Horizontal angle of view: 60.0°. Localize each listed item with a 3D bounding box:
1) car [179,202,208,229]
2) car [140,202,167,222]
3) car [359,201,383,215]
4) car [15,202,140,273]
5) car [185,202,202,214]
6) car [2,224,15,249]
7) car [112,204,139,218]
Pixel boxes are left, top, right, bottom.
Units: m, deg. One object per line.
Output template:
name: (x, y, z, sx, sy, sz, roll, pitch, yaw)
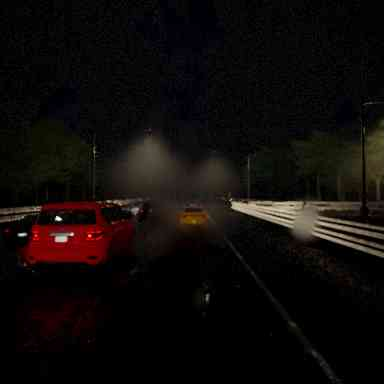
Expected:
car: (0.125, 1.729, 23.517, 1.882, 1.535, 5.008, 0, -1, 0)
car: (-3.370, 1.664, 29.521, 2.097, 1.767, 4.553, 0, -1, 0)
car: (18.947, 1.568, 32.861, 2.163, 1.488, 4.792, 1, -2, -32)
car: (-3.387, 1.343, 11.297, 2.150, 2.045, 5.566, 0, -1, 0)
car: (0.146, 1.969, 41.320, 1.994, 1.385, 4.181, 0, 0, 0)
car: (-6.883, 1.730, 15.502, 1.994, 1.385, 4.181, 0, -1, 0)
car: (-6.861, 1.962, 35.000, 1.895, 1.301, 4.718, 0, -1, 0)
